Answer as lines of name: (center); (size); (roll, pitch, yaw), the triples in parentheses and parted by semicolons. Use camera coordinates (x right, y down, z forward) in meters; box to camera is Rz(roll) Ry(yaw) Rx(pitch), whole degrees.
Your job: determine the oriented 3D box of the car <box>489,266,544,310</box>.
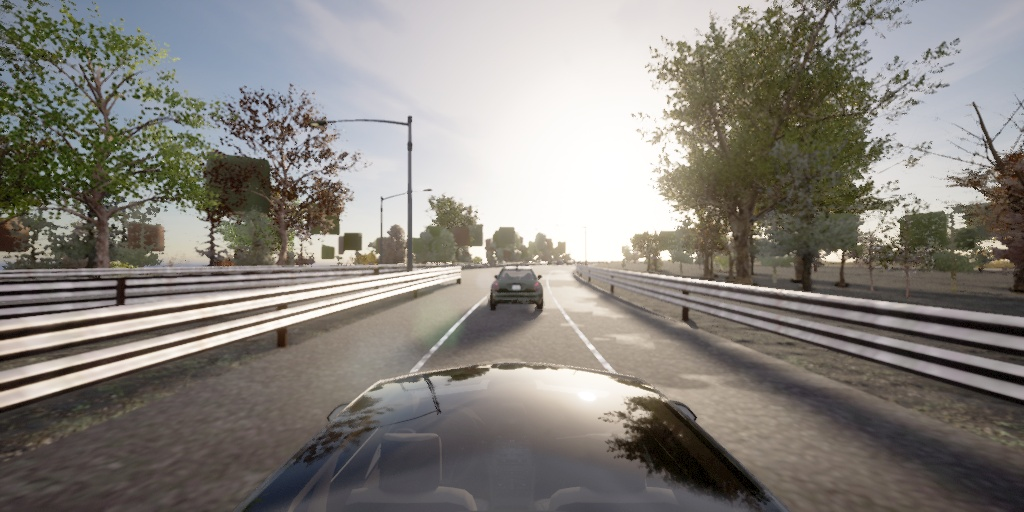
car: (0.254, 1.225, 15.596); (2.097, 1.767, 4.553); (0, -1, 2)
